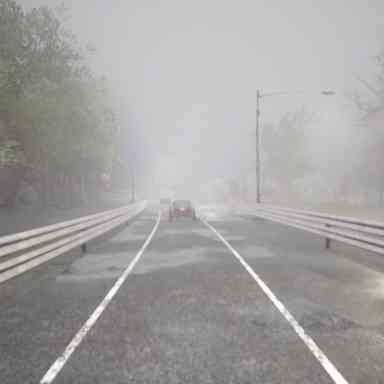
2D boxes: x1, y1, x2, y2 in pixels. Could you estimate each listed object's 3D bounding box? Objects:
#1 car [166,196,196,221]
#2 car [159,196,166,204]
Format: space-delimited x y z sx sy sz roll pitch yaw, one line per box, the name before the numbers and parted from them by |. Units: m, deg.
car | -0.905 1.367 27.860 2.097 1.767 4.553 0 0 -4
car | -5.172 1.508 62.712 1.882 1.535 5.008 0 0 -10
